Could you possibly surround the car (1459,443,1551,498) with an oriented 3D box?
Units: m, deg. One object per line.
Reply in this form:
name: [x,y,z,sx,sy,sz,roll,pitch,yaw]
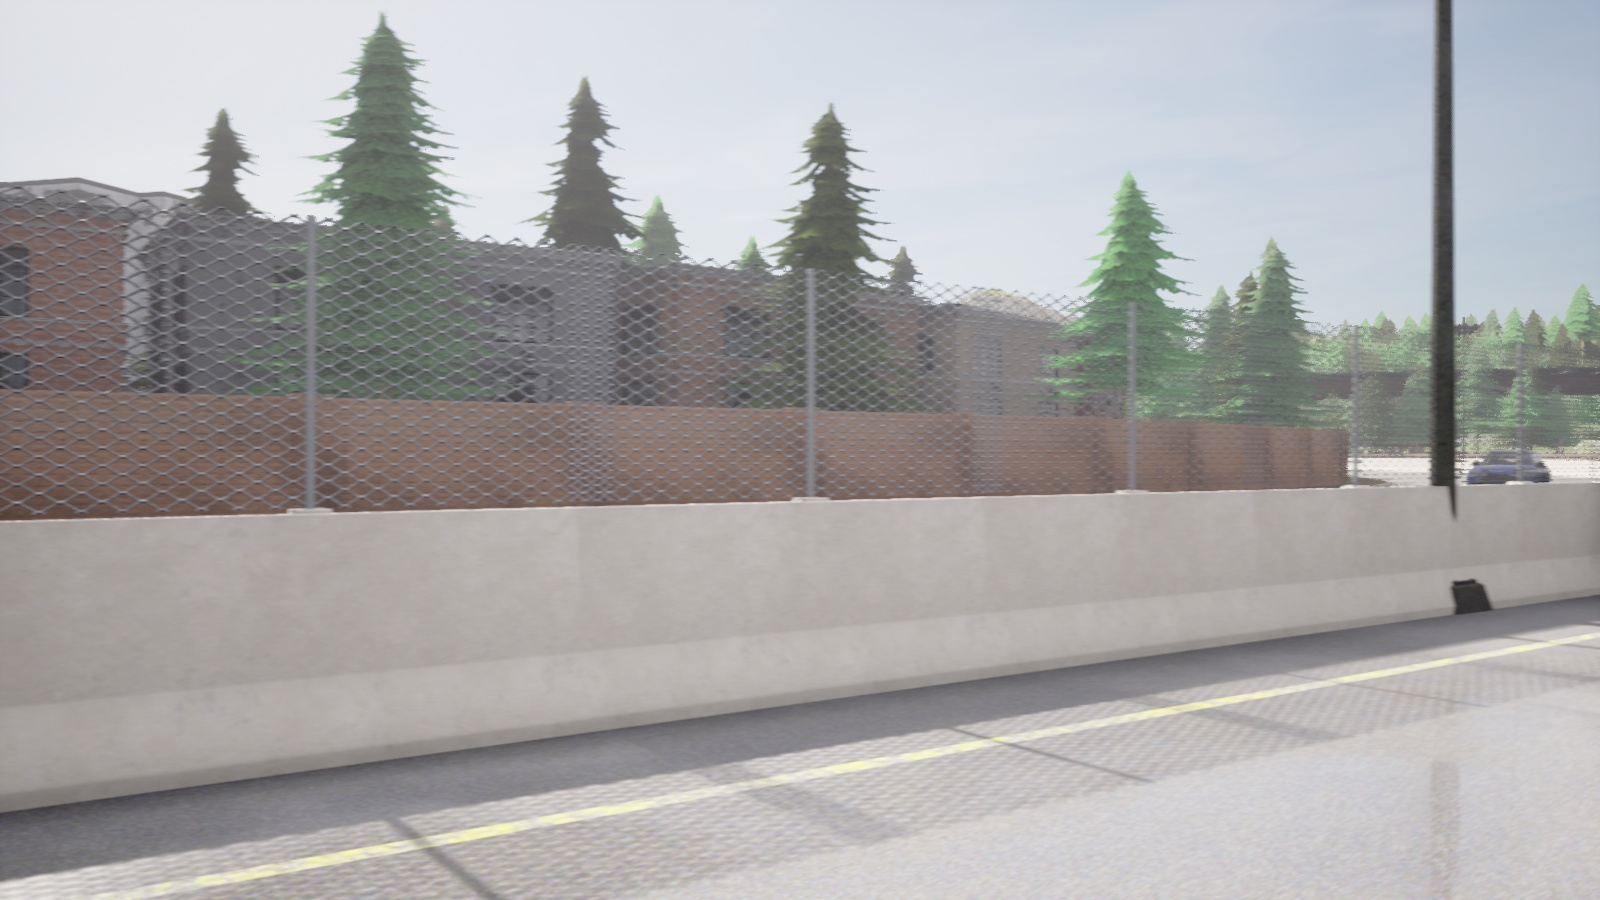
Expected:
car: [23.778,0.661,42.289,2.097,1.767,4.553,0,0,37]
